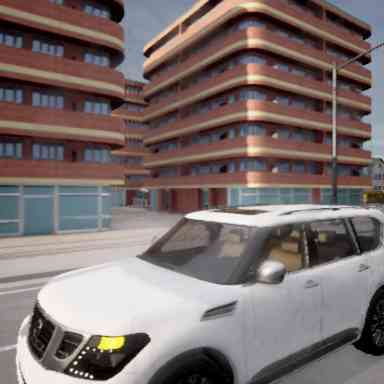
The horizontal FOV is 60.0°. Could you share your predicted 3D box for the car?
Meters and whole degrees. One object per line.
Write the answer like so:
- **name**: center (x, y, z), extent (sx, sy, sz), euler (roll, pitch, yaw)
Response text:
- **car**: center (0.782, 1.225, 4.542), extent (5.566, 2.045, 2.150), euler (0, 0, -36)
